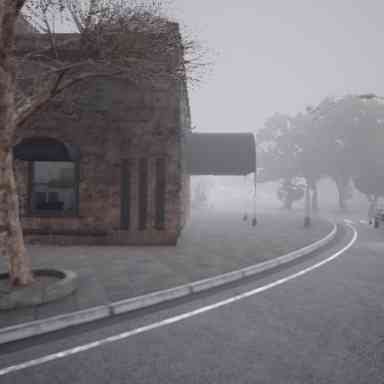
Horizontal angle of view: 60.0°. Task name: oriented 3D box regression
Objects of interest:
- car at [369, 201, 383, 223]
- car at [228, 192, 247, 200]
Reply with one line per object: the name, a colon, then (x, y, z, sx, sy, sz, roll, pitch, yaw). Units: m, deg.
car: (11.410, 1.190, 19.268, 1.882, 1.535, 5.008, 0, 0, 23)
car: (13.260, 1.462, 93.486, 4.674, 1.452, 2.002, -1, 4, -20)
